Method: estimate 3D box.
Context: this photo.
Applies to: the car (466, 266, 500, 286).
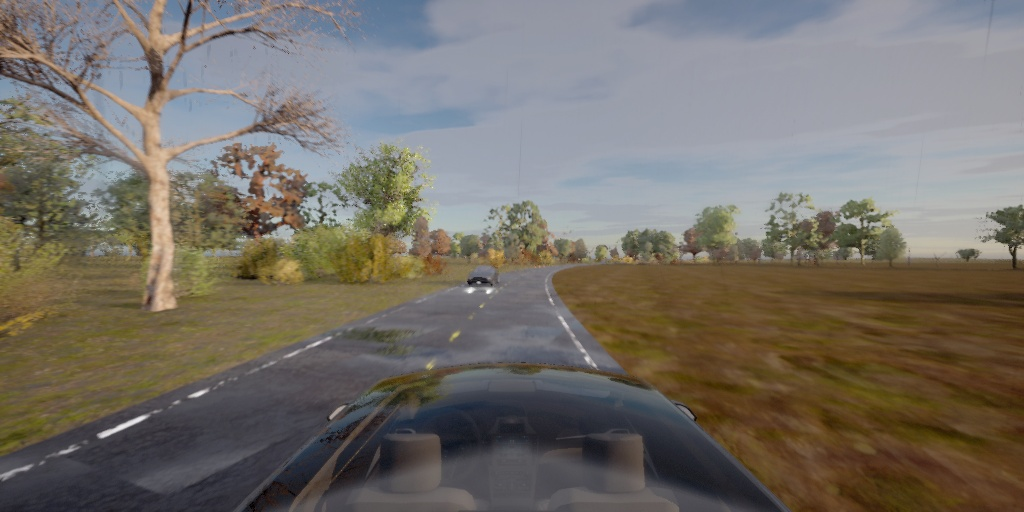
[{"bbox_3d":[-2.037,1.452,27.055,2.033,1.411,5.357,0,0,5],"label":"car"}]
